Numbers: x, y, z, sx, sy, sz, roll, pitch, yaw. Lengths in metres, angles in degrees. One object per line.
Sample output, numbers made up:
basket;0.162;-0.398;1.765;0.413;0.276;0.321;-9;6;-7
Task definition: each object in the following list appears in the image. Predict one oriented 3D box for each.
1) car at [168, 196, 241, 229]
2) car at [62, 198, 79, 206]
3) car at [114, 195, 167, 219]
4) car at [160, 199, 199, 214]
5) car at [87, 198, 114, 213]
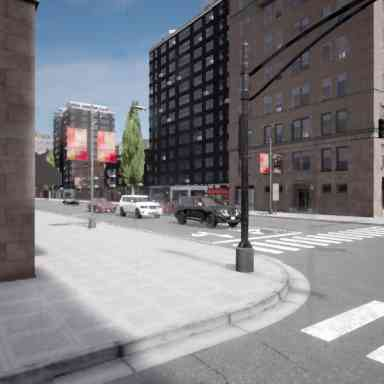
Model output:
car;0.936;1.286;22.901;2.150;2.045;5.566;0;0;-36
car;-22.390;1.839;61.080;1.895;1.301;4.718;0;0;-36
car;-4.935;1.325;31.034;2.150;2.045;5.566;0;0;-36
car;-1.509;1.622;37.725;2.128;1.511;4.902;0;0;-36
car;-10.595;1.492;38.885;2.097;1.767;4.553;0;0;-36
